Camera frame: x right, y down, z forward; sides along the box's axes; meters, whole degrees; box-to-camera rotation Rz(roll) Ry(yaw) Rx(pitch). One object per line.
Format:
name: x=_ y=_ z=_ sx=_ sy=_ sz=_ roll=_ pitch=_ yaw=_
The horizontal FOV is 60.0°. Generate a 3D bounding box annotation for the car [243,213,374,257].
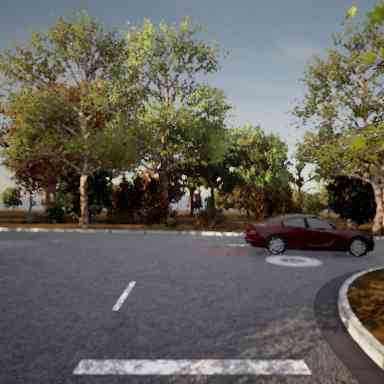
car: x=4.573 y=1.642 z=13.276 sx=5.008 sy=1.535 sz=1.882 roll=1 pitch=-2 yaw=0
